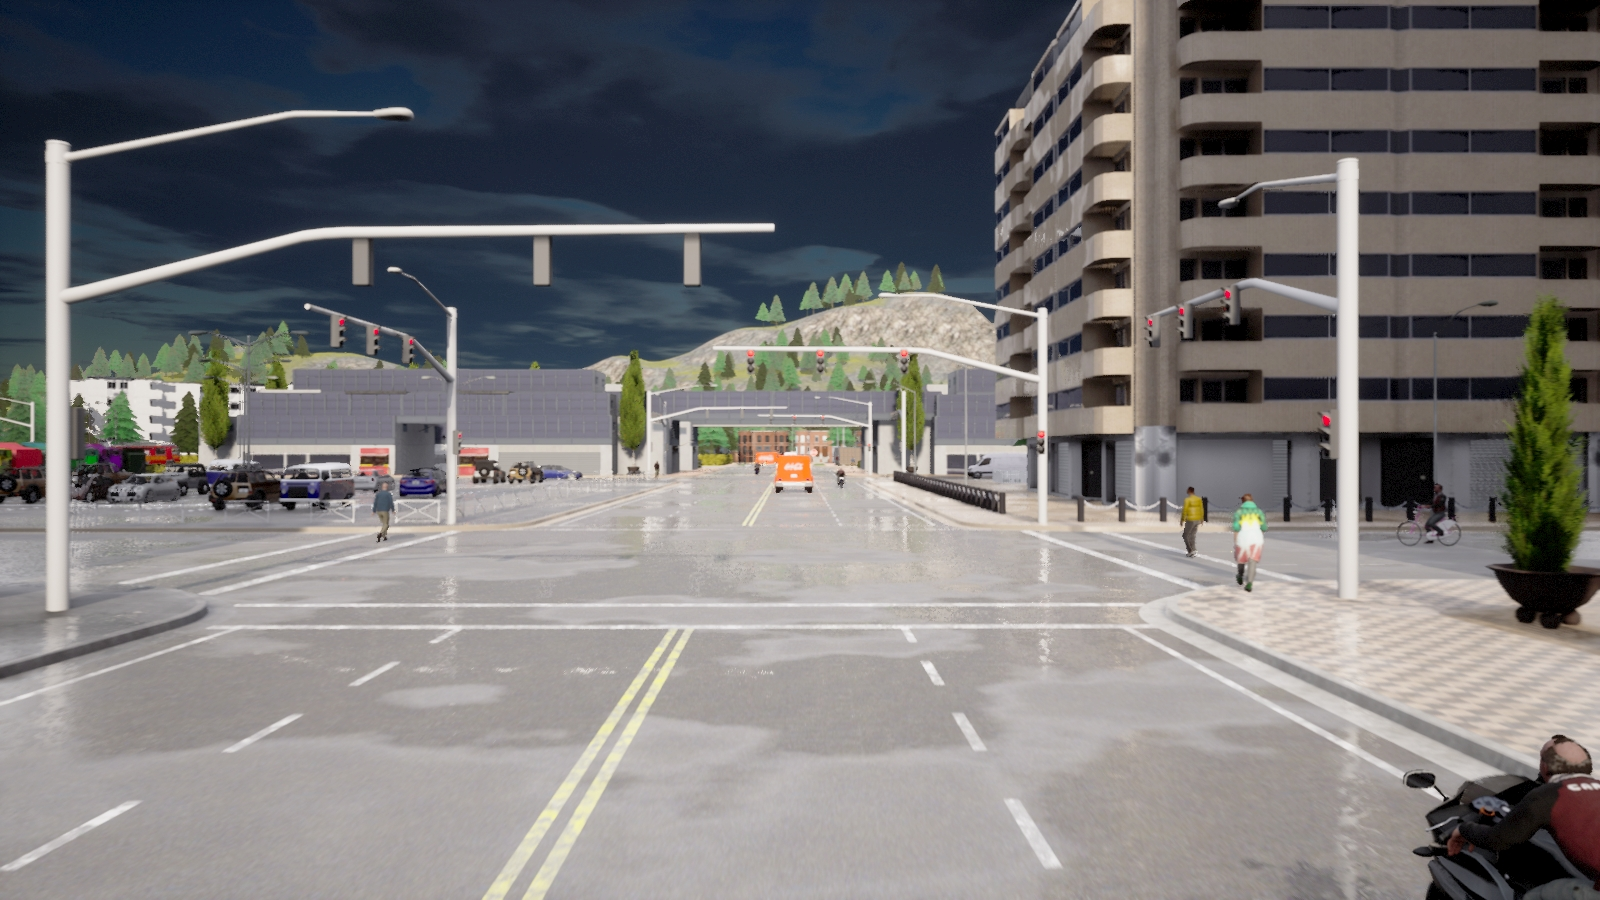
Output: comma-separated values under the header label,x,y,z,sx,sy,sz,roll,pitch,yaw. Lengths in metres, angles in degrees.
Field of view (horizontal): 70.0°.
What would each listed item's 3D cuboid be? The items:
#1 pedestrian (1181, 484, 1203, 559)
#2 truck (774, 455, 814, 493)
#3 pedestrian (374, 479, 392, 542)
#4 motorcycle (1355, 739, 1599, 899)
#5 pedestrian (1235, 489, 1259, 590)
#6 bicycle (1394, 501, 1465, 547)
label,x,y,z,sx,sy,sz,roll,pitch,yaw
pedestrian,9.901,1.798,28.860,0.375,1.860,0.375,0,0,-14
truck,-0.408,1.580,77.070,2.627,2.467,5.204,0,0,0
pedestrian,-12.412,1.798,34.035,0.375,1.860,0.375,0,0,7
motorcycle,3.465,2.206,5.127,0.867,1.251,2.209,0,0,0
pedestrian,8.345,1.659,21.325,0.375,1.860,0.375,0,0,13
bicycle,17.997,2.110,32.677,1.835,1.271,0.329,0,0,-1
